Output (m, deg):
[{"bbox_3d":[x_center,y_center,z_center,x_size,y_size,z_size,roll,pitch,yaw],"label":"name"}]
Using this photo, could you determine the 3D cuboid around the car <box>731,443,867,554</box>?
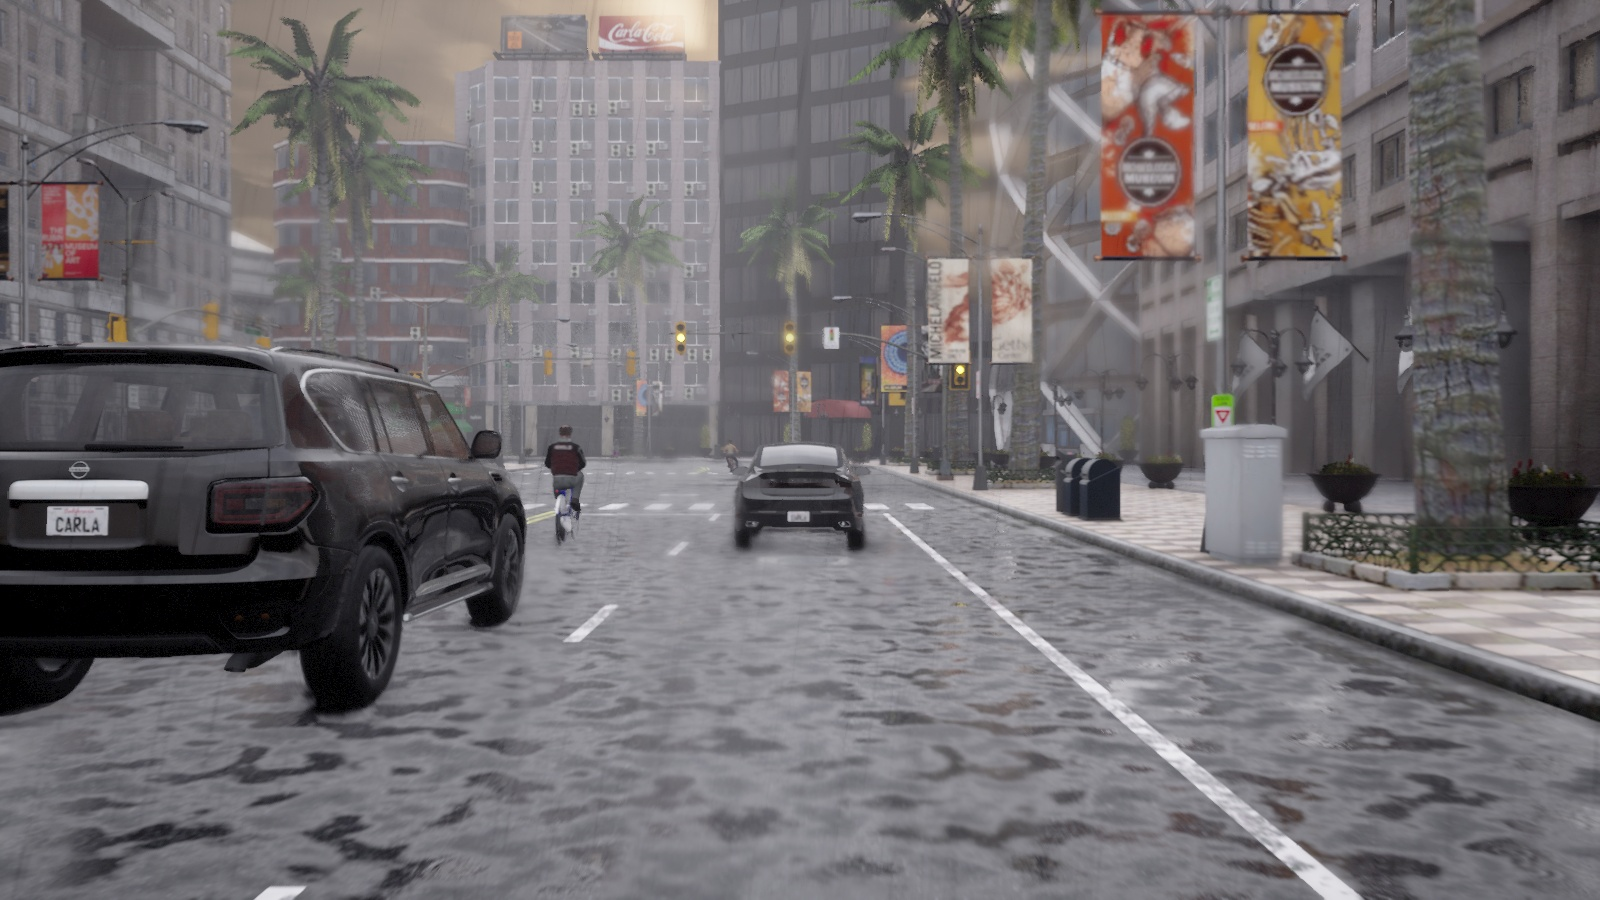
[{"bbox_3d":[0.017,0.638,19.382,1.837,1.490,4.892,0,0,1],"label":"car"}]

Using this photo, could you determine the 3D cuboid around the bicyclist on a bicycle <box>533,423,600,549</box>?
[{"bbox_3d":[-3.452,0.506,18.667,0.659,1.776,1.843,0,0,0],"label":"bicyclist on a bicycle"}]

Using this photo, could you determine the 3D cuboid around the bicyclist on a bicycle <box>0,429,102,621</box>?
[{"bbox_3d":[-7.051,0.628,11.328,0.582,1.620,1.656,0,1,0],"label":"bicyclist on a bicycle"}]

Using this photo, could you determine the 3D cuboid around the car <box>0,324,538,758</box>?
[{"bbox_3d":[-3.471,0.412,8.695,2.150,2.045,5.566,0,0,0],"label":"car"}]
